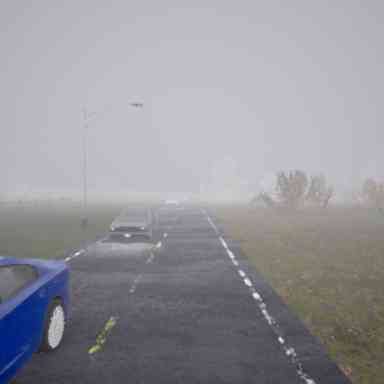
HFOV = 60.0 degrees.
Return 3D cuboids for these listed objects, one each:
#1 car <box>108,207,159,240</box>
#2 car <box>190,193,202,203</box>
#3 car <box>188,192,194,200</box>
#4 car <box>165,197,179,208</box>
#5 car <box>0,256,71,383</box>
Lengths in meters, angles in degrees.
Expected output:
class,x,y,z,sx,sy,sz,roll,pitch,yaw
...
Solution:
class,x,y,z,sx,sy,sz,roll,pitch,yaw
car,-2.800,1.508,17.159,2.033,1.411,5.357,0,0,1
car,0.982,1.440,66.903,1.801,1.575,5.366,0,0,0
car,0.024,1.441,84.526,1.812,1.442,4.674,0,0,0
car,-2.815,1.470,47.735,1.812,1.442,4.674,0,0,0
car,-2.844,1.470,3.252,1.882,1.535,5.008,0,0,0
